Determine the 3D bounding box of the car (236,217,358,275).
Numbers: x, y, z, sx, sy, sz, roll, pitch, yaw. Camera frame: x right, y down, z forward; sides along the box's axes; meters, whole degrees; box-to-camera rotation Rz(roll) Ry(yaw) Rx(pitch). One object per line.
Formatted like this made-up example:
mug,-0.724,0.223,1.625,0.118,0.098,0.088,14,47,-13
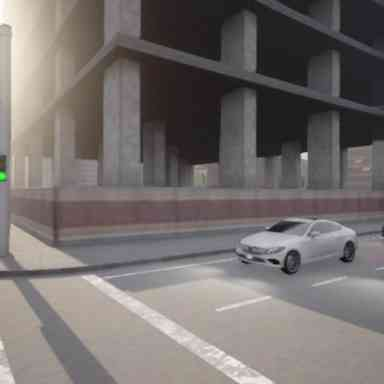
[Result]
car,3.533,1.559,10.739,4.674,1.442,1.812,0,0,-35

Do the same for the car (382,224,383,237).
car,11.009,1.577,15.983,4.902,1.511,2.128,0,0,-35
